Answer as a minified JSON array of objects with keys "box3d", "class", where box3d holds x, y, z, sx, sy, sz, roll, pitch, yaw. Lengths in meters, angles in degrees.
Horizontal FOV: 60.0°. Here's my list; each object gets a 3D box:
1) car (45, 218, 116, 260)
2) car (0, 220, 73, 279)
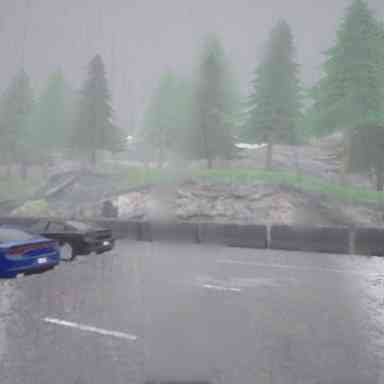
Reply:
[{"box3d":[-5.438,1.775,13.406,5.008,1.535,1.882,-1,-1,25],"class":"car"},{"box3d":[-6.236,1.695,9.920,5.008,1.535,1.882,-1,-1,25],"class":"car"}]
